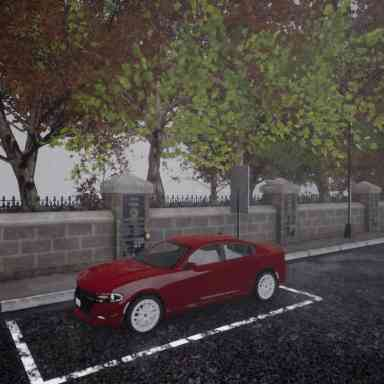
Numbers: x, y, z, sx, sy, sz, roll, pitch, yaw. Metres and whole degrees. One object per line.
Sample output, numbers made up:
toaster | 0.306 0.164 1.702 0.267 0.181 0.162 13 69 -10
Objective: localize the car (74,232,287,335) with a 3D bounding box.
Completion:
car | -0.018 1.545 6.702 4.507 1.381 1.887 0 0 -35

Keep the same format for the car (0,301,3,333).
car | -4.500 1.551 3.446 4.403 1.369 2.008 0 0 -35
